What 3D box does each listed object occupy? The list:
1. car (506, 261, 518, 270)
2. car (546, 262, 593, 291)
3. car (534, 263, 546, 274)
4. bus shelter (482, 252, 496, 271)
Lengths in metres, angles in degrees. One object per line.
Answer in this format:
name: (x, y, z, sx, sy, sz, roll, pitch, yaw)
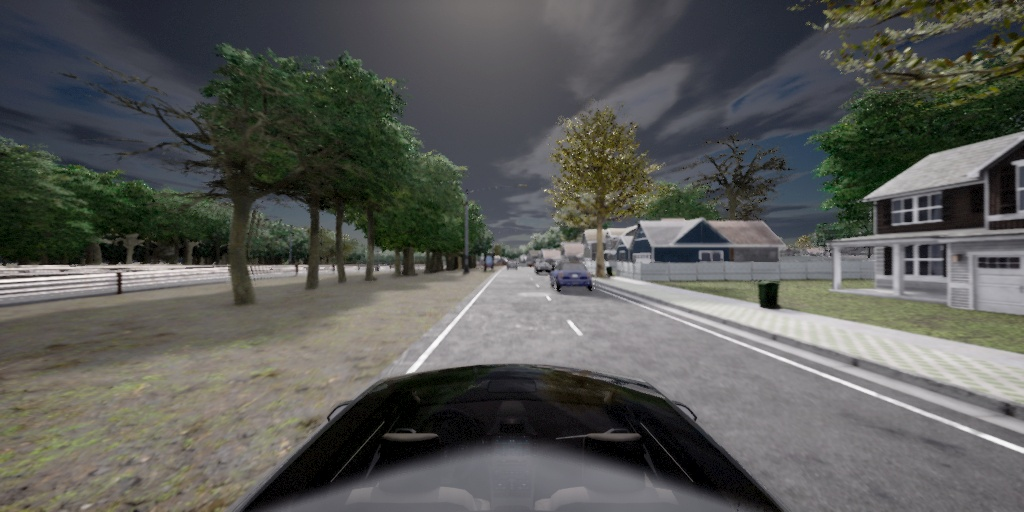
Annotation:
car: (0.030, 1.641, 62.695, 2.128, 1.511, 4.902, 0, -1, 0)
car: (3.559, 1.132, 22.324, 2.097, 1.767, 4.553, 0, 0, 0)
car: (3.605, 1.457, 42.332, 1.895, 1.301, 4.718, 0, 0, 0)
bus shelter: (-3.486, 0.856, 53.080, 1.920, 2.740, 3.880, 0, 0, 0)
